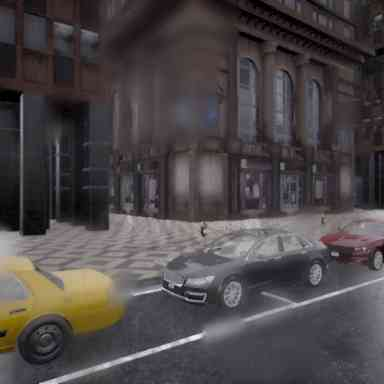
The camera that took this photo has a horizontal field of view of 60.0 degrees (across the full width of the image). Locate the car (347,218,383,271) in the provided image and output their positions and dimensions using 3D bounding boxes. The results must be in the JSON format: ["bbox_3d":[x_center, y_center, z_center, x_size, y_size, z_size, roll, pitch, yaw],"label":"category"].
[{"bbox_3d":[5.954,1.545,10.895,4.507,1.381,1.887,0,0,-35],"label":"car"}]

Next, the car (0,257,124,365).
[{"bbox_3d":[-3.332,1.524,4.271,4.829,1.417,1.752,0,0,-35],"label":"car"}]

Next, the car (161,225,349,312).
[{"bbox_3d":[1.385,1.550,7.636,4.403,1.369,2.008,0,0,-35],"label":"car"}]
